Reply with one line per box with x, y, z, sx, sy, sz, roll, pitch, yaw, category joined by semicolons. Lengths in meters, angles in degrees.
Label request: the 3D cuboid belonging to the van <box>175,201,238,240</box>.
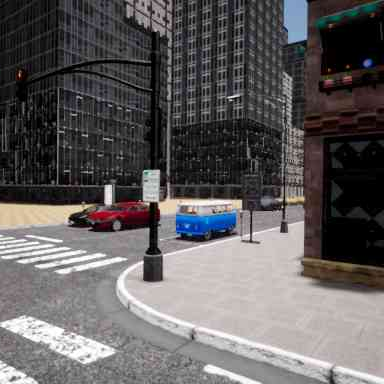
0.844;1.368;17.027;1.690;1.788;3.998;1;1;35;van

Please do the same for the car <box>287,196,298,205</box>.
16.413;1.364;53.286;1.752;1.417;4.829;1;1;36;car

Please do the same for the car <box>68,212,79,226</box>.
-5.980;1.467;21.897;1.947;1.339;4.313;1;1;35;car

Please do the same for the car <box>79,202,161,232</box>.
-3.994;1.418;20.214;1.882;1.535;5.008;1;1;34;car

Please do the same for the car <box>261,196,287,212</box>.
8.631;1.449;37.900;2.033;1.411;5.357;1;1;36;car

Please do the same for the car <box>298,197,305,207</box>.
15.626;1.429;42.313;2.128;1.511;4.902;1;1;36;car

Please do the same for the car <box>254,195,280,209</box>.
10.086;1.293;44.415;1.967;1.590;4.097;1;1;35;car
